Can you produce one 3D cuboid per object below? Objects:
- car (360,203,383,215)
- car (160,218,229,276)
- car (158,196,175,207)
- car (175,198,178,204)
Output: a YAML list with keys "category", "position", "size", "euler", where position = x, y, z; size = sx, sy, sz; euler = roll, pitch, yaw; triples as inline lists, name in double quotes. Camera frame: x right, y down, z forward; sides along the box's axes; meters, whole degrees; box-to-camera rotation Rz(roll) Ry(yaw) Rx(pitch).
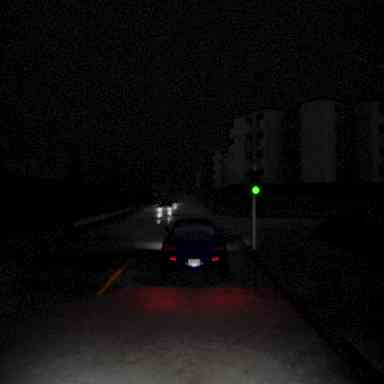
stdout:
- category: "car"
  position: [14.457, 1.530, 23.290]
  size: [4.892, 1.490, 1.837]
  euler: [0, 0, 1]
- category: "car"
  position: [0.084, 1.537, 10.330]
  size: [1.812, 1.442, 4.674]
  euler: [0, 0, 1]
- category: "car"
  position: [-4.124, 1.563, 51.897]
  size: [1.837, 1.490, 4.892]
  euler: [0, 0, 0]
- category: "car"
  position: [-4.063, 1.601, 67.412]
  size: [1.812, 1.442, 4.674]
  euler: [0, 0, 0]
